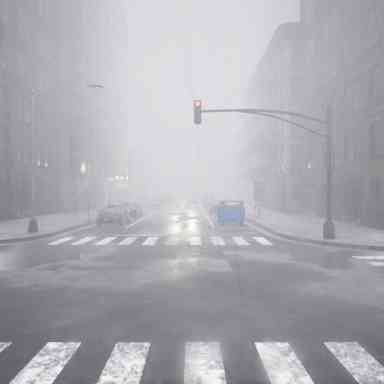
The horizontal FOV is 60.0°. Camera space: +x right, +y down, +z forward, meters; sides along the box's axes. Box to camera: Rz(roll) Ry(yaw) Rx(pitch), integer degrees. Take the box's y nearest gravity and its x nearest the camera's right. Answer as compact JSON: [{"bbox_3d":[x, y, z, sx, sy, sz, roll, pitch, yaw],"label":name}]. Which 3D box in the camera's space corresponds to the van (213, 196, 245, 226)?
[{"bbox_3d":[2.630,1.340,23.187,1.690,1.788,3.998,0,0,0],"label":"van"}]

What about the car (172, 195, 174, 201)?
[{"bbox_3d":[-5.407,1.293,68.631,2.192,1.841,5.009,0,0,0],"label":"car"}]

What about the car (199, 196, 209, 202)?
[{"bbox_3d":[2.617,1.524,74.319,2.008,1.369,4.403,0,0,0],"label":"car"}]

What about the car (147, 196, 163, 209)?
[{"bbox_3d":[-5.401,1.520,45.734,1.752,1.417,4.829,0,0,0],"label":"car"}]

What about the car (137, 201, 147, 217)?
[{"bbox_3d":[-5.396,1.543,28.858,1.887,1.381,4.507,0,0,0],"label":"car"}]

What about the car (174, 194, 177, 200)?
[{"bbox_3d":[-5.410,1.409,79.995,1.967,1.590,4.097,0,0,0],"label":"car"}]

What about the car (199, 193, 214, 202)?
[{"bbox_3d":[2.623,1.305,51.594,2.192,1.841,5.009,0,0,0],"label":"car"}]

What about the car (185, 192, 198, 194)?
[{"bbox_3d":[0.076,1.331,67.096,2.097,1.767,4.553,0,0,-2],"label":"car"}]

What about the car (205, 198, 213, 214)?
[{"bbox_3d":[2.628,1.580,34.549,1.802,1.307,4.206,0,0,0],"label":"car"}]

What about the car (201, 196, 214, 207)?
[{"bbox_3d":[2.625,1.576,45.912,1.802,1.307,4.206,0,0,0],"label":"car"}]

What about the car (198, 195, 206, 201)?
[{"bbox_3d":[2.614,1.531,85.681,1.947,1.339,4.313,0,0,0],"label":"car"}]

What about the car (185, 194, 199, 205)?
[{"bbox_3d":[0.088,1.512,57.266,1.812,1.442,4.674,0,0,0],"label":"car"}]

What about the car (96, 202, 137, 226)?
[{"bbox_3d":[-5.395,1.549,23.176,2.008,1.369,4.403,0,0,0],"label":"car"}]

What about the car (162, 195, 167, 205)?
[{"bbox_3d":[-5.402,1.556,51.586,1.947,1.339,4.313,0,0,0],"label":"car"}]

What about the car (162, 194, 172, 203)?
[{"bbox_3d":[-5.405,1.548,62.949,1.947,1.339,4.313,0,0,0],"label":"car"}]
